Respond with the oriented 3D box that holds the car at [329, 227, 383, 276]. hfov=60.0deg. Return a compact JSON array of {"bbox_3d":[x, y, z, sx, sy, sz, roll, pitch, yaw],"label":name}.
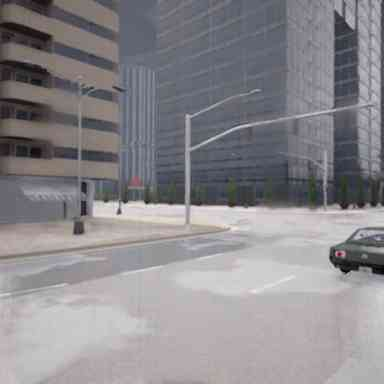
[{"bbox_3d":[5.941,1.692,9.931,4.718,1.301,1.895,1,-1,-45],"label":"car"}]
